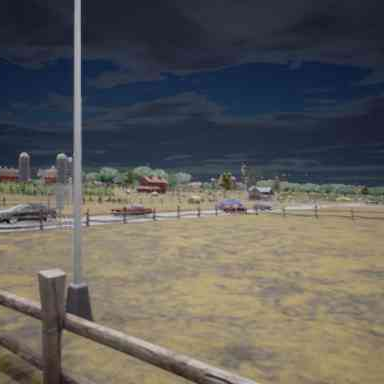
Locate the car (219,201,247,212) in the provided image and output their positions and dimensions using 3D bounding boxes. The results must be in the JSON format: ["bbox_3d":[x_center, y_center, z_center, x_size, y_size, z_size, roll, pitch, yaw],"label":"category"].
[{"bbox_3d":[6.420,2.408,49.596,1.895,1.301,4.718,2,0,36],"label":"car"}]

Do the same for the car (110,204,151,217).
[{"bbox_3d":[-6.671,2.003,36.330,1.895,1.301,4.718,2,0,36],"label":"car"}]

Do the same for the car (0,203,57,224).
[{"bbox_3d":[-13.421,1.716,26.928,1.837,1.490,4.892,2,0,36],"label":"car"}]

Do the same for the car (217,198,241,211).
[{"bbox_3d":[6.103,2.014,53.959,2.150,2.045,5.566,2,0,36],"label":"car"}]

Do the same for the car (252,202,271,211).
[{"bbox_3d":[12.022,2.473,57.476,2.128,1.511,4.902,2,0,36],"label":"car"}]
